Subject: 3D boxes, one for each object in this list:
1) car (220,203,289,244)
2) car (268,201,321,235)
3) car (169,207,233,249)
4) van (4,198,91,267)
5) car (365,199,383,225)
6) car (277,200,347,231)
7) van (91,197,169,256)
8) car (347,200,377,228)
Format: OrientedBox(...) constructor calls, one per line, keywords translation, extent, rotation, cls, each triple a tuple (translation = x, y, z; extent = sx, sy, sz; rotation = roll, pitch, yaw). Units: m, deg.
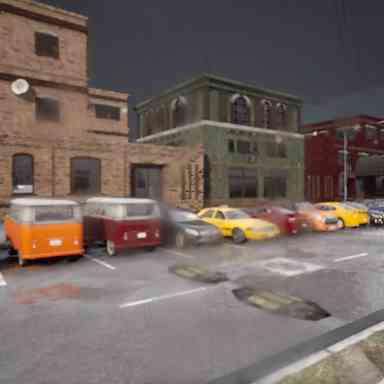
OrientedBox(translation=(1.747, 1.428, 16.040), extent=(1.946, 1.575, 5.366), rotation=(0, 0, -35), cls="car")
OrientedBox(translation=(3.907, 1.427, 17.798), extent=(2.097, 1.535, 5.008), rotation=(0, 0, -35), cls="car")
OrientedBox(translation=(-0.626, 1.475, 14.581), extent=(2.002, 1.452, 4.674), rotation=(0, 0, -35), cls="car")
OrientedBox(translation=(-5.222, 1.216, 11.451), extent=(1.878, 1.987, 4.442), rotation=(0, 0, -35), cls="van")
OrientedBox(translation=(10.692, 1.419, 22.642), extent=(2.231, 1.521, 4.892), rotation=(0, 0, -35), cls="car")
OrientedBox(translation=(6.149, 1.298, 19.440), extent=(2.185, 1.767, 4.553), rotation=(0, 0, -35), cls="car")
OrientedBox(translation=(-2.957, 1.213, 13.062), extent=(1.878, 1.987, 4.442), rotation=(0, 0, -35), cls="van")
OrientedBox(translation=(8.436, 1.420, 21.024), extent=(2.097, 1.535, 5.008), rotation=(0, 0, -35), cls="car")
